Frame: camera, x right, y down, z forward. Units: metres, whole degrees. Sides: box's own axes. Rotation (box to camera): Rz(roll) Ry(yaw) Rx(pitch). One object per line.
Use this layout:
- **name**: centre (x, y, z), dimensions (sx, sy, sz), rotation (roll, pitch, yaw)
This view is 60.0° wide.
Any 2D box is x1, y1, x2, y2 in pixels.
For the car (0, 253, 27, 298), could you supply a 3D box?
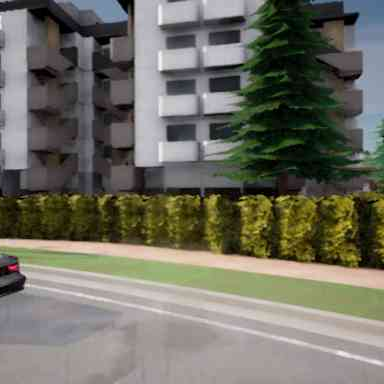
- **car**: centre (-5.958, 1.538, 6.893), dimensions (5.357, 1.411, 2.033), rotation (0, 0, 24)
